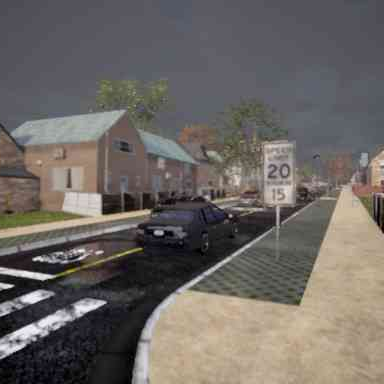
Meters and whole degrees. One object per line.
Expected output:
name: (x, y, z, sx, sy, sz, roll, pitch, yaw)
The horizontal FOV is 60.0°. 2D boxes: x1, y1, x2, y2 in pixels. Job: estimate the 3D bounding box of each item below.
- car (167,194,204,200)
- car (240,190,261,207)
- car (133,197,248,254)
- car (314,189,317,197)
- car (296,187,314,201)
car: (-0.423, 0.905, 17.124, 1.837, 1.490, 4.892, 0, 2, 25)
car: (5.514, 0.521, 30.058, 1.812, 1.442, 4.674, 0, 2, 25)
car: (0.121, 1.103, 11.471, 2.033, 1.411, 5.357, 0, 2, 25)
car: (16.995, -0.008, 48.293, 1.895, 1.301, 4.718, 0, 2, 25)
car: (12.607, 0.179, 38.618, 1.882, 1.535, 5.008, 0, 2, 25)
